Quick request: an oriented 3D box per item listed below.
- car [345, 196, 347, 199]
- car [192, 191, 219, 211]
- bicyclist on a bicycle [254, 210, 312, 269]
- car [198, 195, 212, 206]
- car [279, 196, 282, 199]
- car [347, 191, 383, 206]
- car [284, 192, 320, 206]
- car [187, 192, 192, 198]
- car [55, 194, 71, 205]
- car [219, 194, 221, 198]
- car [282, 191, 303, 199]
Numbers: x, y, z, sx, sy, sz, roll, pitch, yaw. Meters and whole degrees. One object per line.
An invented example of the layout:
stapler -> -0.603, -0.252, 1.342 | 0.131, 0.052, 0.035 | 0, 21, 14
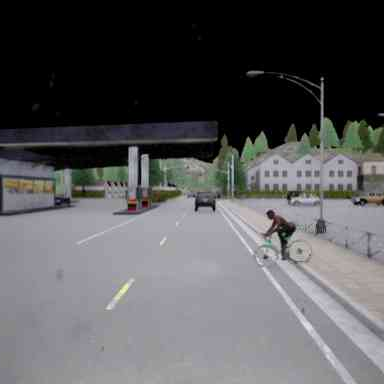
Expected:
car -> 34.169, 0.878, 67.660 | 5.357, 1.411, 2.033 | 0, 0, 2
car -> 1.416, 0.955, 35.971 | 2.150, 2.045, 5.566 | 0, 0, 2
bicyclist on a bicycle -> 2.483, 1.299, 9.362 | 1.656, 1.620, 0.582 | -9, 0, 2
car -> 1.890, 1.205, 48.752 | 1.994, 1.385, 4.181 | 0, 0, 2
car -> 20.054, 0.875, 68.148 | 4.181, 1.385, 1.994 | 0, 0, 2
car -> 22.722, 0.806, 42.148 | 4.605, 1.855, 1.932 | 0, 0, 2
car -> 14.246, 1.060, 42.383 | 3.806, 1.475, 1.970 | 0, 0, 2
car -> -0.264, 0.897, 86.947 | 2.033, 1.411, 5.357 | 0, 0, 2
car -> -19.003, 1.113, 47.317 | 2.242, 1.667, 4.611 | 0, 0, 2
car -> 4.064, 0.825, 70.848 | 2.128, 1.511, 4.902 | 0, 0, -36
car -> 14.963, 0.752, 45.684 | 3.866, 1.878, 1.905 | 0, 0, 2
